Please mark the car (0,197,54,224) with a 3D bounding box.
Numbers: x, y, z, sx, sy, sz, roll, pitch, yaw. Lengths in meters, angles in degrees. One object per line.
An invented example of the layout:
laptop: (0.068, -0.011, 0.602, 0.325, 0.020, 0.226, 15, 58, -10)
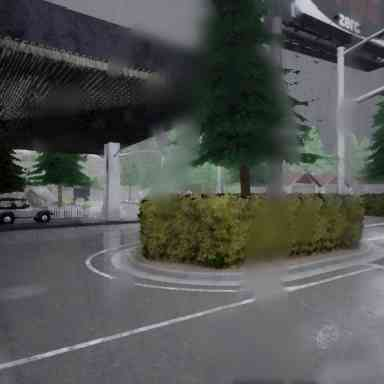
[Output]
car: (-11.986, 1.313, 23.463, 3.866, 1.878, 1.905, 0, 0, -36)
